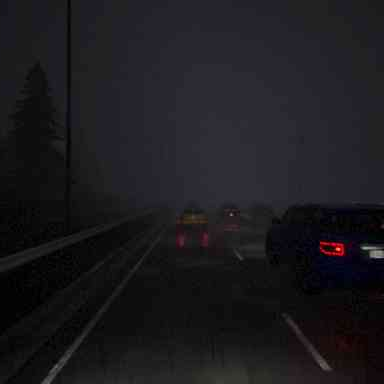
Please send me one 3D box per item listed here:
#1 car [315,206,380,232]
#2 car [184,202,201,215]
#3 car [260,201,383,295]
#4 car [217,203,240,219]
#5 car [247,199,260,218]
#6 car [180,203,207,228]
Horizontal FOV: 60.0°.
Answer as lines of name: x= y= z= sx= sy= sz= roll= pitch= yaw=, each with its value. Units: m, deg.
car: x=10.600 y=1.785 z=23.210 sx=2.033 sy=1.411 sz=5.357 roll=0 pitch=-1 yaw=0
car: x=0.096 y=1.984 z=40.992 sx=1.994 sy=1.385 sz=4.181 roll=0 pitch=0 yaw=0
car: x=3.600 y=1.317 z=9.140 sx=2.150 sy=2.045 sz=5.566 roll=0 pitch=0 yaw=0
car: x=3.600 y=1.843 z=32.874 sx=1.837 sy=1.490 sz=4.892 roll=0 pitch=0 yaw=0
car: x=7.100 y=1.828 z=34.270 sx=1.882 sy=1.535 sz=5.008 roll=0 pitch=0 yaw=0
car: x=0.100 y=1.704 z=24.208 sx=1.801 sy=1.575 sz=5.366 roll=0 pitch=-1 yaw=0
